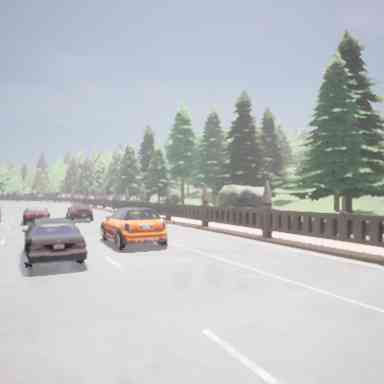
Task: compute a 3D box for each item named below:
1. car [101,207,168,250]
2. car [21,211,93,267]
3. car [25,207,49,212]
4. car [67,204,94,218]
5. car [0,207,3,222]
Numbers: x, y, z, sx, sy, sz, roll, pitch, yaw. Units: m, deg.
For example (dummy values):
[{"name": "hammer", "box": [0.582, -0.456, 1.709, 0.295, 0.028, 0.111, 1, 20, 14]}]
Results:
[{"name": "car", "box": [-2.788, 1.477, 15.362, 2.097, 1.767, 4.553, 0, -1, -26]}, {"name": "car", "box": [-4.975, 1.647, 11.893, 2.033, 1.411, 5.357, 0, 0, -27]}, {"name": "car", "box": [-12.476, 1.824, 26.668, 1.895, 1.301, 4.718, 0, 0, -26]}, {"name": "car", "box": [-9.914, 1.768, 29.380, 1.812, 1.442, 4.674, 0, 0, -26]}, {"name": "car", "box": [-15.828, 1.568, 25.553, 2.097, 1.767, 4.553, 0, -1, -26]}]
